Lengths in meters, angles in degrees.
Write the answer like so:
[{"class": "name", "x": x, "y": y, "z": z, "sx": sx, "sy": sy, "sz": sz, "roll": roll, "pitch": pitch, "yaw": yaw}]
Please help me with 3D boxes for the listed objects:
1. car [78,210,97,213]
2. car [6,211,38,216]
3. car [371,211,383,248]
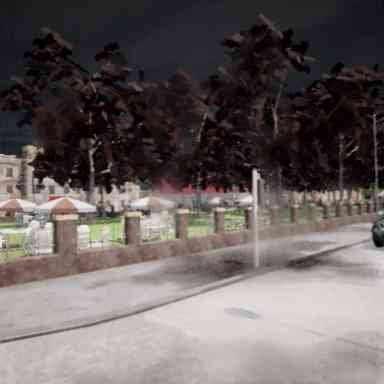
[{"class": "car", "x": -16.328, "y": 3.100, "z": 52.847, "sx": 2.097, "sy": 1.767, "sz": 4.553, "roll": -3, "pitch": -2, "yaw": 44}, {"class": "car", "x": -23.117, "y": 3.037, "z": 45.889, "sx": 2.097, "sy": 1.767, "sz": 4.553, "roll": -3, "pitch": -2, "yaw": 44}, {"class": "car", "x": 10.342, "y": 1.466, "z": 15.680, "sx": 2.150, "sy": 2.045, "sz": 5.566, "roll": -3, "pitch": -2, "yaw": 44}]
